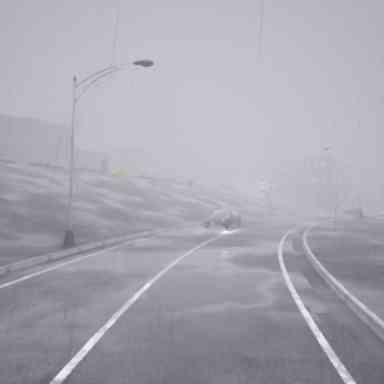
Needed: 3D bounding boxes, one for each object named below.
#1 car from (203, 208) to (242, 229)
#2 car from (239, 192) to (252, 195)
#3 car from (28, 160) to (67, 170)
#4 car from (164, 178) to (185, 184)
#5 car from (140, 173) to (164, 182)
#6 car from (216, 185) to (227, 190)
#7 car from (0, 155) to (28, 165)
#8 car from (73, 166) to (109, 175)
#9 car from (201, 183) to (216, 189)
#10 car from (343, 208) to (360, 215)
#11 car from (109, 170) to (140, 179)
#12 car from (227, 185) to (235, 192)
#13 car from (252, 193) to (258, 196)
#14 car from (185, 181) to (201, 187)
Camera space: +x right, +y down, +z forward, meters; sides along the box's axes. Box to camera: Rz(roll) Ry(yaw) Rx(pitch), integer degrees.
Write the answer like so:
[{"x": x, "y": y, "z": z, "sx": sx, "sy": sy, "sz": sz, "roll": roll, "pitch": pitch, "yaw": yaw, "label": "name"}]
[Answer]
[{"x": 2.442, "y": 1.966, "z": 25.288, "sx": 1.812, "sy": 1.442, "sz": 4.674, "roll": -1, "pitch": -2, "yaw": 26, "label": "car"}, {"x": 13.231, "y": 0.645, "z": 86.135, "sx": 2.002, "sy": 1.452, "sz": 4.674, "roll": -2, "pitch": -5, "yaw": 28, "label": "car"}, {"x": -17.463, "y": -3.014, "z": 40.069, "sx": 2.231, "sy": 1.521, "sz": 4.892, "roll": -3, "pitch": -5, "yaw": 40, "label": "car"}, {"x": -3.945, "y": -1.664, "z": 57.806, "sx": 2.163, "sy": 1.488, "sz": 4.792, "roll": -2, "pitch": -5, "yaw": 35, "label": "car"}, {"x": -7.255, "y": -2.165, "z": 53.155, "sx": 2.185, "sy": 1.767, "sz": 4.553, "roll": -2, "pitch": -5, "yaw": 37, "label": "car"}, {"x": 5.075, "y": -0.773, "z": 71.684, "sx": 2.185, "sy": 1.767, "sz": 4.553, "roll": -2, "pitch": -5, "yaw": 32, "label": "car"}, {"x": -21.026, "y": -3.308, "z": 35.863, "sx": 2.231, "sy": 1.521, "sz": 4.892, "roll": -3, "pitch": -5, "yaw": 40, "label": "car"}, {"x": -13.963, "y": -2.657, "z": 44.359, "sx": 2.002, "sy": 1.452, "sz": 4.674, "roll": -3, "pitch": -5, "yaw": 39, "label": "car"}, {"x": 2.112, "y": -1.019, "z": 66.894, "sx": 2.231, "sy": 1.521, "sz": 4.892, "roll": -2, "pitch": -5, "yaw": 33, "label": "car"}, {"x": 28.046, "y": 3.360, "z": 58.142, "sx": 1.895, "sy": 1.301, "sz": 4.718, "roll": -3, "pitch": -4, "yaw": 42, "label": "car"}, {"x": -10.555, "y": -2.370, "z": 48.728, "sx": 2.097, "sy": 1.535, "sz": 5.008, "roll": -3, "pitch": -5, "yaw": 38, "label": "car"}, {"x": 7.937, "y": -0.502, "z": 76.503, "sx": 2.435, "sy": 2.045, "sz": 5.566, "roll": -2, "pitch": -5, "yaw": 31, "label": "car"}, {"x": 15.749, "y": 1.112, "z": 91.050, "sx": 2.002, "sy": 1.452, "sz": 4.674, "roll": -1, "pitch": -6, "yaw": 27, "label": "car"}, {"x": -0.840, "y": -1.317, "z": 62.357, "sx": 2.002, "sy": 1.452, "sz": 4.674, "roll": -2, "pitch": -5, "yaw": 34, "label": "car"}]
